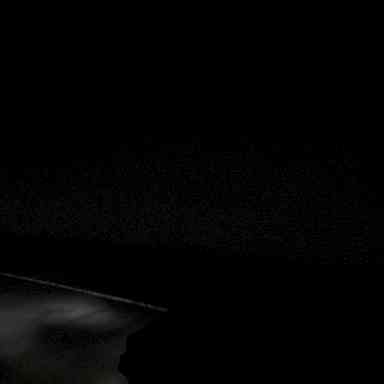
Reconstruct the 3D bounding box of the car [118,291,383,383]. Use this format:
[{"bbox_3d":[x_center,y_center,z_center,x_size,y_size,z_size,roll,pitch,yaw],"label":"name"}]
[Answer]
[{"bbox_3d":[1.615,1.590,2.731,4.718,1.301,1.895,0,0,35],"label":"car"}]
